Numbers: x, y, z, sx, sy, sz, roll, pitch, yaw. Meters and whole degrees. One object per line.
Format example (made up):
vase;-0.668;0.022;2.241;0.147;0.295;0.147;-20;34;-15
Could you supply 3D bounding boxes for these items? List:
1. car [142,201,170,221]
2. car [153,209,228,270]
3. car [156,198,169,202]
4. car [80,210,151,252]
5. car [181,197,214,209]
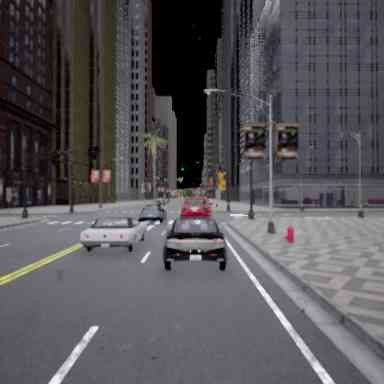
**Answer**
car;-3.168;1.730;27.317;1.994;1.385;4.181;-1;0;0
car;0.093;1.544;11.171;2.128;1.511;4.902;0;-1;0
car;-6.528;2.167;69.085;1.994;1.385;4.181;0;-1;0
car;-3.156;1.675;14.339;1.895;1.301;4.718;0;0;0
car;0.466;1.380;25.807;2.150;2.045;5.566;0;0;6
